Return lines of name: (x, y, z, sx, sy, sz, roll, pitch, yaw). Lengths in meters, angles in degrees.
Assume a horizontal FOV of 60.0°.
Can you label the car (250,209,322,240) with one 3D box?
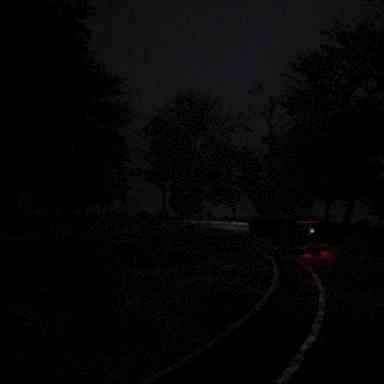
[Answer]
car: (4.956, 1.692, 18.326, 2.128, 1.511, 4.902, 0, -1, -20)
